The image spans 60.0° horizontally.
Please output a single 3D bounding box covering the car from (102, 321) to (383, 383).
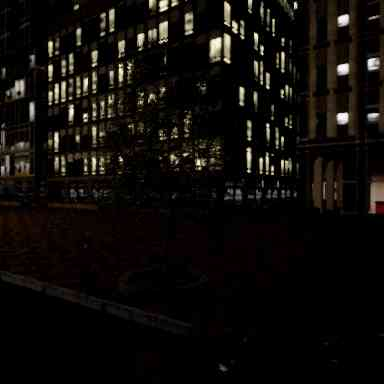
[{"bbox_3d":[1.316,1.545,1.928,4.507,1.381,1.887,0,0,35],"label":"car"}]
